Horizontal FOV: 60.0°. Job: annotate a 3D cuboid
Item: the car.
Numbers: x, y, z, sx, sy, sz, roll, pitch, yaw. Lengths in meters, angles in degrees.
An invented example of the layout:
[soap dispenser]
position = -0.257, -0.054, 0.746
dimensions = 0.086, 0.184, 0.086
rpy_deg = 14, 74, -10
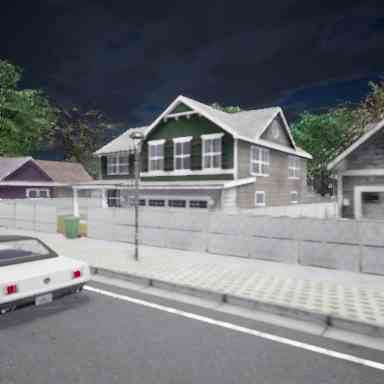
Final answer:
[car]
position = -4.400, 1.588, 7.133
dimensions = 4.718, 1.301, 1.895
rpy_deg = 0, 0, 36
